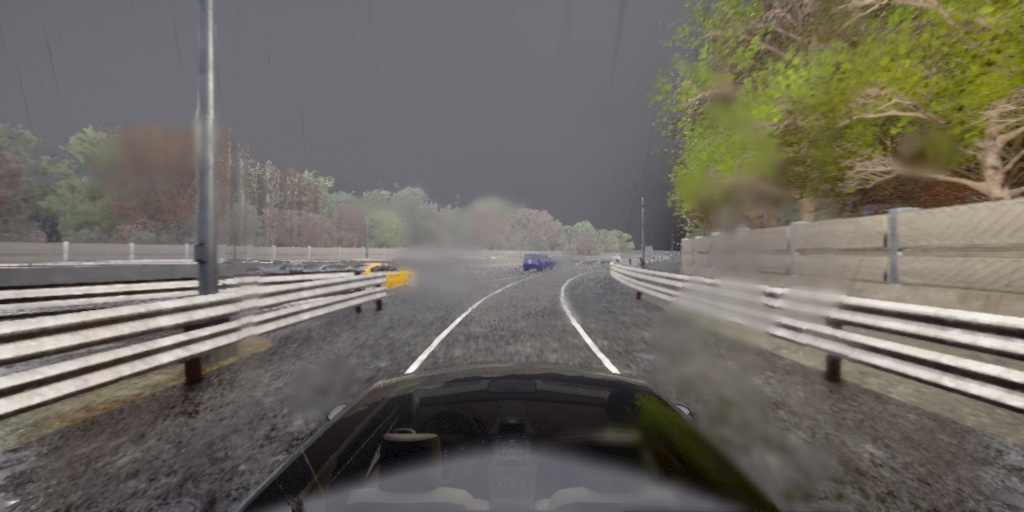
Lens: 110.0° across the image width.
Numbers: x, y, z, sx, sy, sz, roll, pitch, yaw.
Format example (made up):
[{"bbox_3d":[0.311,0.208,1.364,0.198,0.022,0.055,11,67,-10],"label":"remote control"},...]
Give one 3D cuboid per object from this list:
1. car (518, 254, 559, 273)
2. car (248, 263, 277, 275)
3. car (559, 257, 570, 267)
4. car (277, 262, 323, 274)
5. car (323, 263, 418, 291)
[{"bbox_3d":[3.089,0.754,40.335,2.150,2.045,5.566,0,0,27],"label":"car"},{"bbox_3d":[-13.670,1.140,22.465,2.128,1.511,4.902,0,0,26],"label":"car"},{"bbox_3d":[7.071,0.993,56.017,1.837,1.490,4.892,0,0,27],"label":"car"},{"bbox_3d":[-10.472,1.128,21.035,2.128,1.511,4.902,0,0,26],"label":"car"},{"bbox_3d":[-7.281,1.124,19.583,1.882,1.535,5.008,0,0,26],"label":"car"}]
